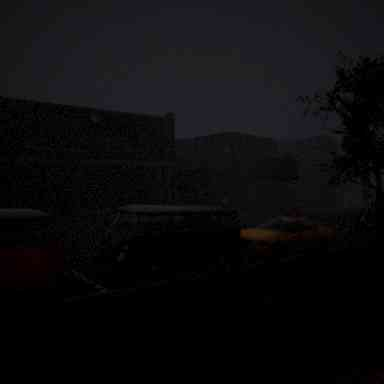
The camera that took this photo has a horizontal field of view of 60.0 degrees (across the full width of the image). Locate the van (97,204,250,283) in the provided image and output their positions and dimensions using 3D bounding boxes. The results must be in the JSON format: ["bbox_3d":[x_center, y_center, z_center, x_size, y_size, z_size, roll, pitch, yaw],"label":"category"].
[{"bbox_3d":[-0.565,1.370,9.889,4.442,1.987,1.878,2,1,-40],"label":"van"}]

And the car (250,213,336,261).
[{"bbox_3d":[3.725,1.659,13.354,5.366,1.575,1.946,2,1,-38],"label":"car"}]

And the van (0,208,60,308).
[{"bbox_3d":[-5.059,1.312,6.557,4.442,1.987,1.878,2,1,-35],"label":"van"}]

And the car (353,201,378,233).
[{"bbox_3d":[12.170,1.582,20.925,5.566,2.045,2.435,2,1,-44],"label":"car"}]
